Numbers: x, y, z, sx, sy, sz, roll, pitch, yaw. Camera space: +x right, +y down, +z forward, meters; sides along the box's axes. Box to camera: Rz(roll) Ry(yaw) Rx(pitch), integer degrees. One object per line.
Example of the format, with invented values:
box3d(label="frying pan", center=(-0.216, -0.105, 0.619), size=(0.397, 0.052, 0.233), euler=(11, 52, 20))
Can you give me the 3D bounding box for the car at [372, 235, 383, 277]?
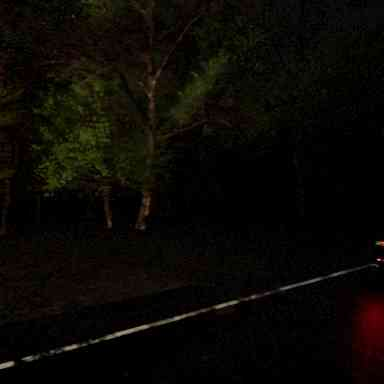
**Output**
box3d(label="car", center=(6.538, 1.381, 8.504), size=(4.902, 1.511, 2.128), euler=(-1, 0, -35))
